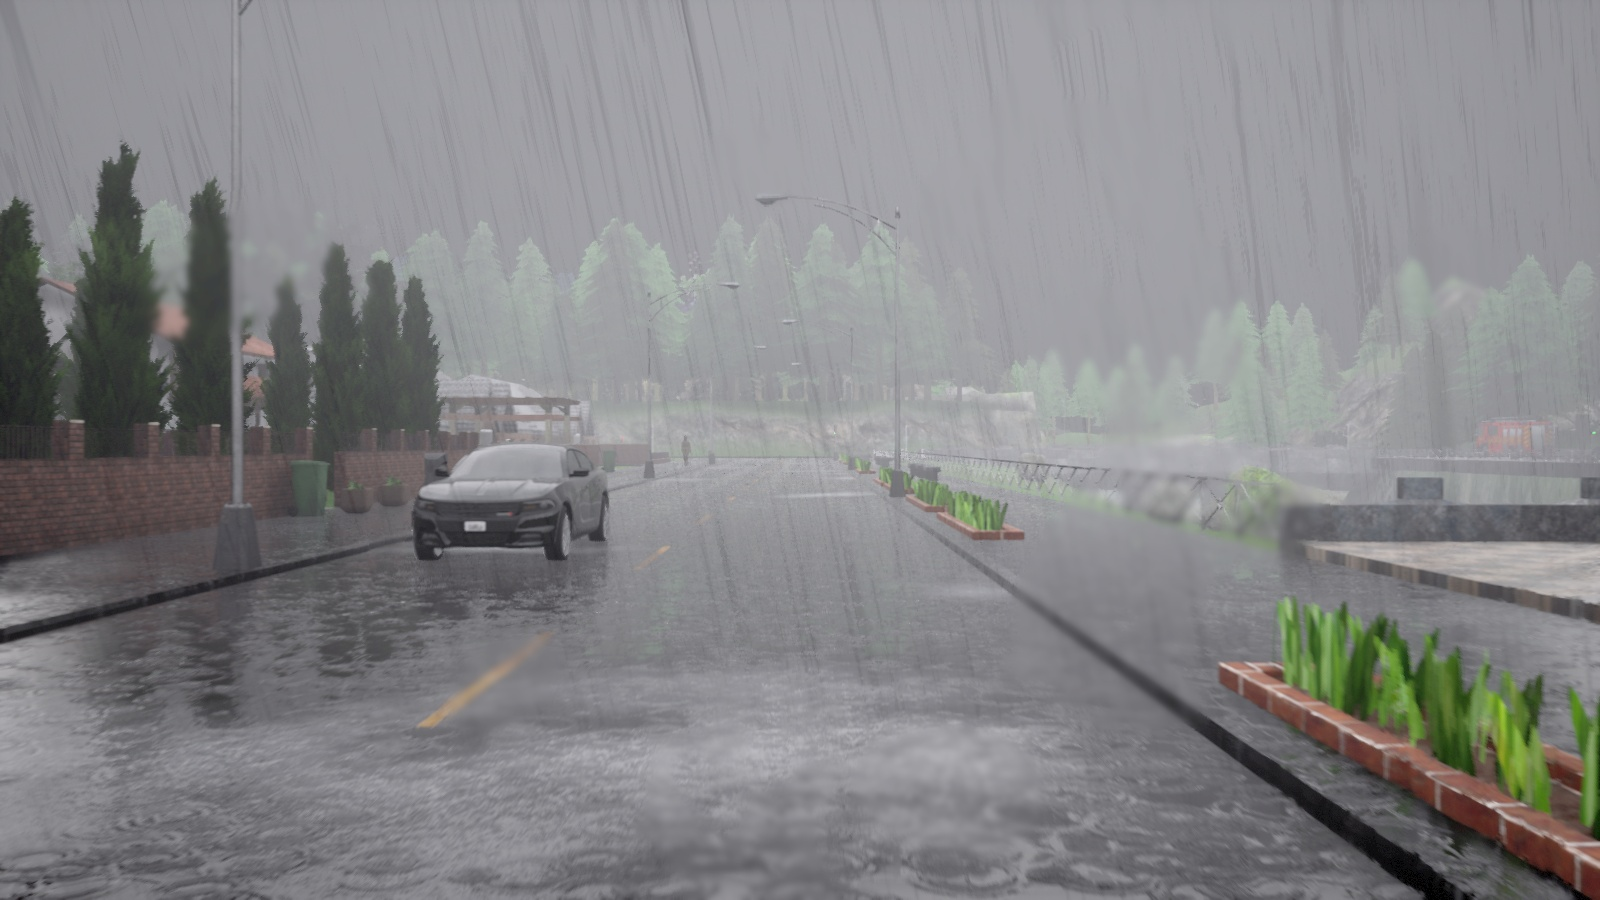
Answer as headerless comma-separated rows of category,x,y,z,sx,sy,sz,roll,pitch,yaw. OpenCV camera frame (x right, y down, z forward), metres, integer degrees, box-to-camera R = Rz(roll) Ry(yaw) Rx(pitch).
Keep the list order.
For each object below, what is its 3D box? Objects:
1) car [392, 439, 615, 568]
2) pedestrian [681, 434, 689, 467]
car,-3.885,0.623,17.405,1.882,1.535,5.008,0,0,0
pedestrian,-6.760,0.033,74.090,0.396,1.930,0.692,0,0,1
